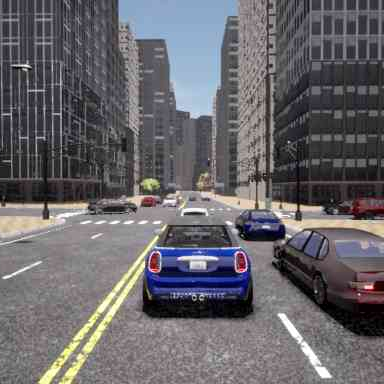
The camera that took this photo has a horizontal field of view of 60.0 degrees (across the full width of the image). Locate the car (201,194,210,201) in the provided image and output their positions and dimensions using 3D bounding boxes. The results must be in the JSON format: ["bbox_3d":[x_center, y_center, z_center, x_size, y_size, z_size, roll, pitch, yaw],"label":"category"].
[{"bbox_3d":[3.379,1.514,80.062,1.895,1.301,4.718,0,0,0],"label":"car"}]

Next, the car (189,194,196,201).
[{"bbox_3d":[0.129,1.458,79.623,2.033,1.411,5.357,0,0,0],"label":"car"}]

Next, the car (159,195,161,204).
[{"bbox_3d":[-6.469,1.499,60.837,2.033,1.411,5.357,0,0,1],"label":"car"}]

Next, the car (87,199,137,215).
[{"bbox_3d":[-7.954,1.417,33.198,4.902,1.511,2.128,0,1,-16],"label":"car"}]

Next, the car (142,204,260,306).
[{"bbox_3d":[0.113,1.348,8.158,2.097,1.767,4.553,0,0,0],"label":"car"}]

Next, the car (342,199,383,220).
[{"bbox_3d":[16.247,1.519,28.807,5.009,1.841,2.192,1,0,1],"label":"car"}]

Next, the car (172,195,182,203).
[{"bbox_3d":[-3.137,1.416,71.305,1.882,1.535,5.008,0,0,0],"label":"car"}]

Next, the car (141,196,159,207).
[{"bbox_3d":[-6.510,1.442,50.051,1.882,1.535,5.008,0,0,0],"label":"car"}]

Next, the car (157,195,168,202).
[{"bbox_3d":[-6.384,1.414,72.786,1.882,1.535,5.008,0,0,0],"label":"car"}]

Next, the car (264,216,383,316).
[{"bbox_3d":[3.362,1.544,7.817,2.033,1.411,5.357,0,0,0],"label":"car"}]

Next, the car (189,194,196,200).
[{"bbox_3d":[0.145,1.266,90.040,1.812,1.442,4.674,0,0,0],"label":"car"}]

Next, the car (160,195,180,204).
[{"bbox_3d":[-3.262,1.490,49.802,1.812,1.442,4.674,0,0,0],"label":"car"}]

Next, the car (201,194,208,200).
[{"bbox_3d":[3.395,1.267,90.034,1.812,1.442,4.674,0,0,0],"label":"car"}]

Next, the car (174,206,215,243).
[{"bbox_3d":[0.127,1.517,17.015,1.812,1.442,4.674,0,0,0],"label":"car"}]

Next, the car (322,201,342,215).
[{"bbox_3d":[16.065,1.614,34.604,4.892,1.490,1.837,0,1,0],"label":"car"}]

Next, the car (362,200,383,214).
[{"bbox_3d":[21.869,1.643,37.084,4.829,1.417,1.752,1,0,1],"label":"car"}]

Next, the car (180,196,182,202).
[{"bbox_3d":[-3.227,1.500,60.158,2.033,1.411,5.357,0,0,0],"label":"car"}]

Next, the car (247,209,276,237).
[{"bbox_3d":[3.376,1.555,17.057,1.994,1.385,4.181,0,0,0],"label":"car"}]
